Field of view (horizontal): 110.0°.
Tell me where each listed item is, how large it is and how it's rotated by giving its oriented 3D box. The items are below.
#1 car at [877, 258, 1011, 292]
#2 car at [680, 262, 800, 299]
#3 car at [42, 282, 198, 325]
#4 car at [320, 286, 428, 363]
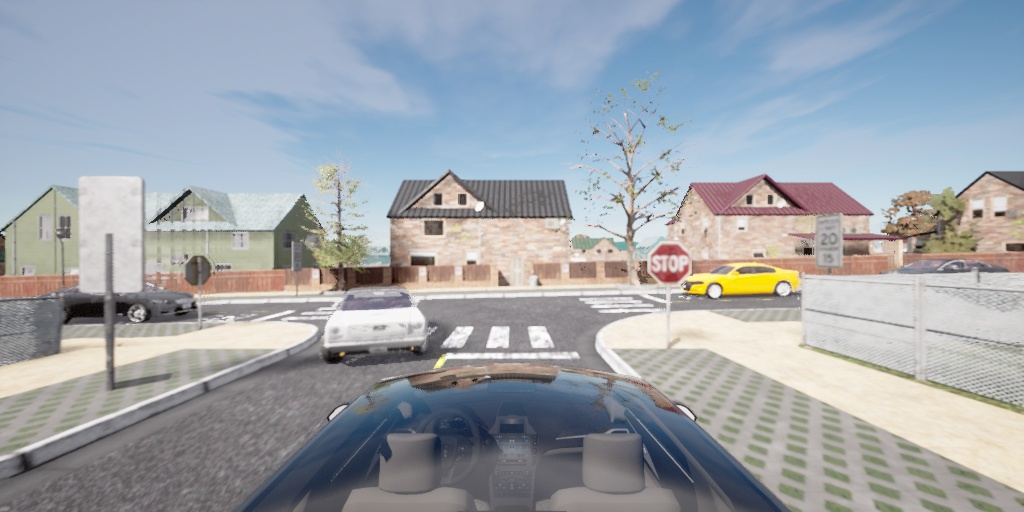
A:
[{"bbox_3d":[19.868,0.868,16.660,4.902,1.511,2.128,-1,0,0],"label":"car"},{"bbox_3d":[10.439,1.077,16.615,5.008,1.535,1.882,-1,0,-1],"label":"car"},{"bbox_3d":[-14.851,1.700,13.675,4.902,1.511,2.128,-1,0,0],"label":"car"},{"bbox_3d":[-3.205,1.436,8.635,1.895,1.301,4.718,0,-1,-20],"label":"car"}]
